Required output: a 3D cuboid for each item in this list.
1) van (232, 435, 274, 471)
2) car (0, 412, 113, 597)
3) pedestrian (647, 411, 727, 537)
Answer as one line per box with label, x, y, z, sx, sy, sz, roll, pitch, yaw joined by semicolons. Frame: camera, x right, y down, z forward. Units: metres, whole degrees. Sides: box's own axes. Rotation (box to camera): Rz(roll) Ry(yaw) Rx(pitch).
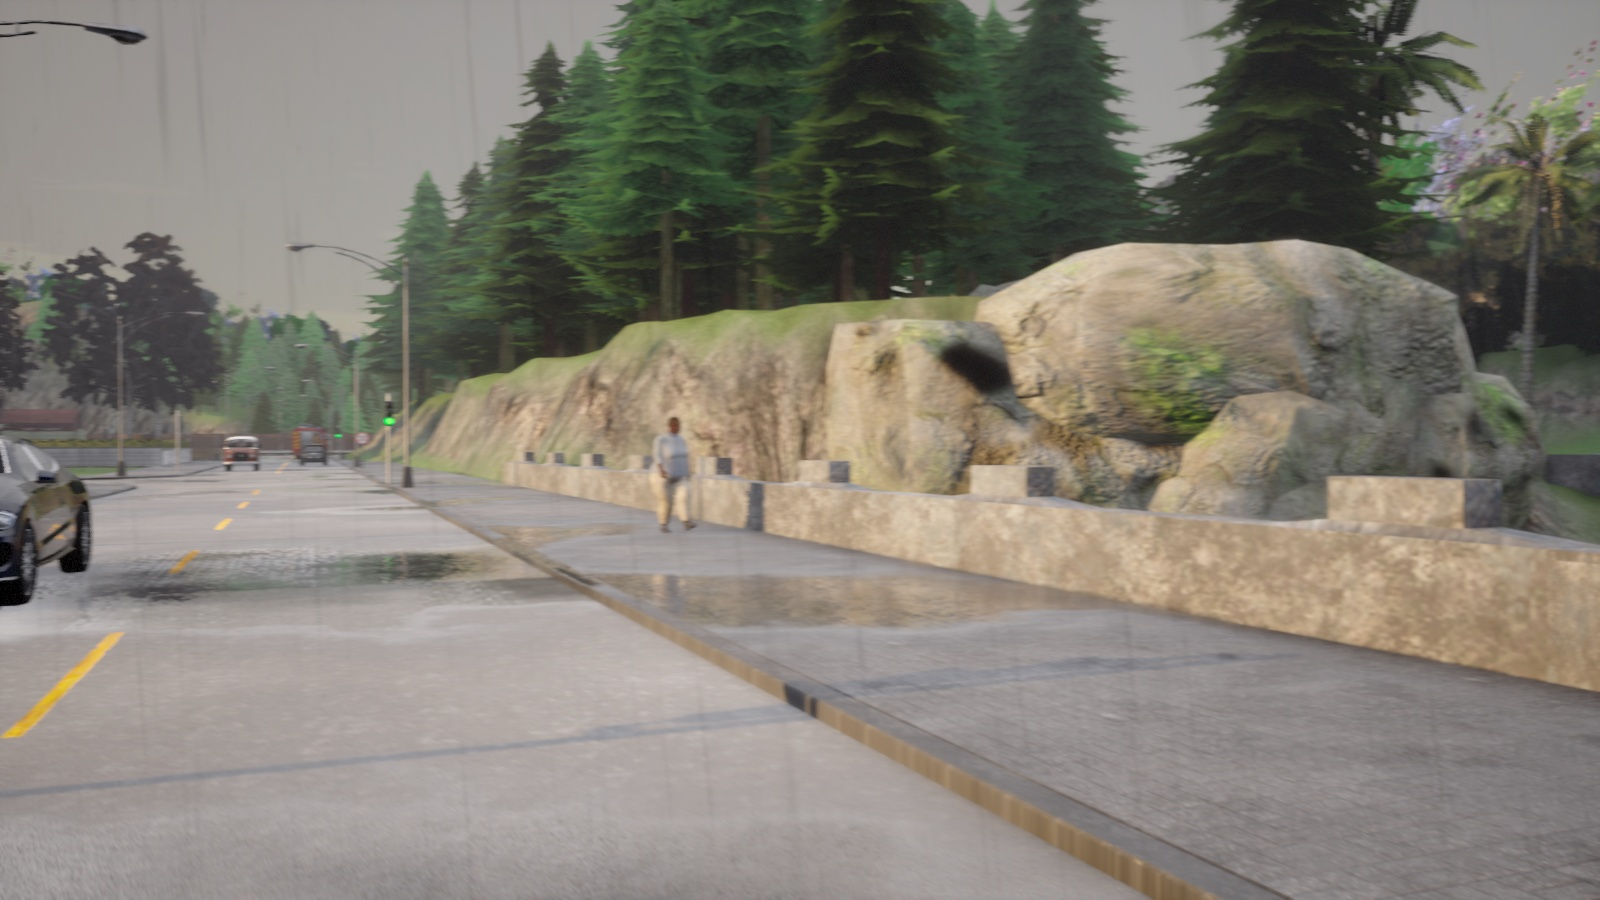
van;-32.178;0.152;73.949;2.069;2.038;4.480;0;0;-21
car;-8.824;0.479;13.201;2.152;1.651;5.027;0;0;-21
pedestrian;-1.721;0.352;19.064;0.874;1.855;0.900;0;0;-35
